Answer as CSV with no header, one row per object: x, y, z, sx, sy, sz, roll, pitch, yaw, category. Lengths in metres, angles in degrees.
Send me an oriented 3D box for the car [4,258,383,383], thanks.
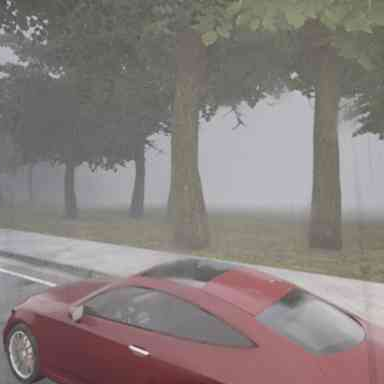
-0.176,1.505,3.667,4.674,1.442,1.812,1,0,35,car
